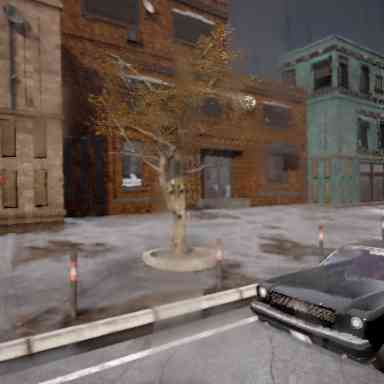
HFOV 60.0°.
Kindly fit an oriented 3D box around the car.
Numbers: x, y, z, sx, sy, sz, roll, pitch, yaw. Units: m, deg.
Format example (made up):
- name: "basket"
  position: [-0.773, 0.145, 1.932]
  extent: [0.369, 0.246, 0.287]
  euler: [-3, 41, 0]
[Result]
- name: "car"
  position: [3.231, 1.574, 5.666]
  extent: [4.718, 1.301, 1.895]
  euler: [-1, 0, -35]
